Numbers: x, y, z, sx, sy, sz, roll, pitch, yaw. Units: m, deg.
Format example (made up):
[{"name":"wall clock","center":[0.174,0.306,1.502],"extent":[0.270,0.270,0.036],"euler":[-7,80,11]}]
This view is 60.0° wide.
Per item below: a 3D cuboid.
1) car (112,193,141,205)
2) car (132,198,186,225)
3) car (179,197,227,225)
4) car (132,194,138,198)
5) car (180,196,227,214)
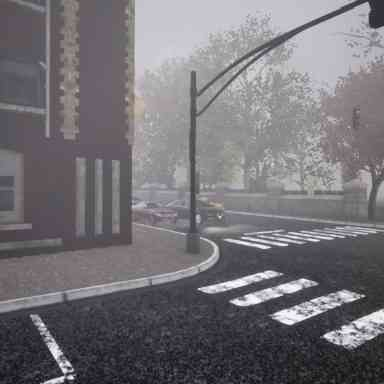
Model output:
[{"name":"car","center":[-8.681,0.864,43.876],"extent":[2.008,1.369,4.403],"euler":[1,0,-36]},{"name":"car","center":[-2.503,1.257,21.022],"extent":[1.802,1.307,4.206],"euler":[2,0,-36]},{"name":"car","center":[0.164,1.208,21.687],"extent":[1.837,1.490,4.892],"euler":[0,1,-39]},{"name":"car","center":[-5.688,1.029,29.833],"extent":[1.837,1.490,4.892],"euler":[0,1,-36]},{"name":"car","center":[0.950,1.130,30.551],"extent":[1.752,1.417,4.829],"euler":[1,0,-36]}]
